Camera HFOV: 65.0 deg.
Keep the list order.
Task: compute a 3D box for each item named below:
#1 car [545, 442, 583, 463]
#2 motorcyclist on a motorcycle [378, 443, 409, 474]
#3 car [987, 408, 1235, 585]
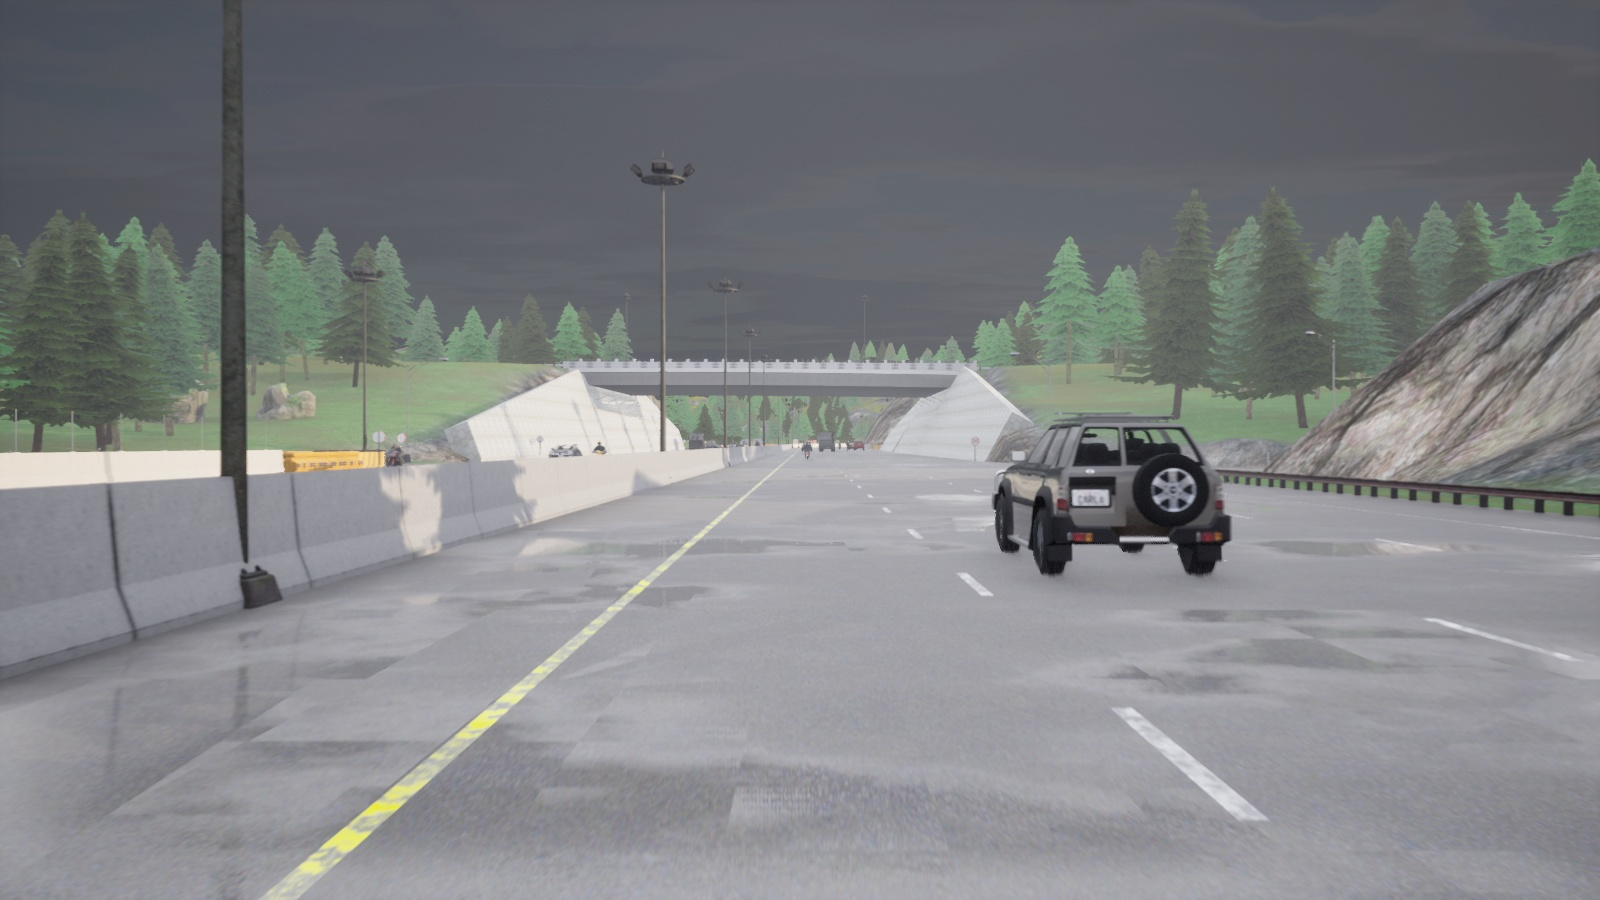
[{"bbox_3d":[-16.971,0.199,90.463,1.970,1.475,3.806,0,0,0],"label":"car"},{"bbox_3d":[-20.623,0.413,63.716,0.866,1.530,2.191,0,0,0],"label":"motorcyclist on a motorcycle"},{"bbox_3d":[3.603,0.480,15.458,1.932,1.855,4.605,0,0,0],"label":"car"}]
